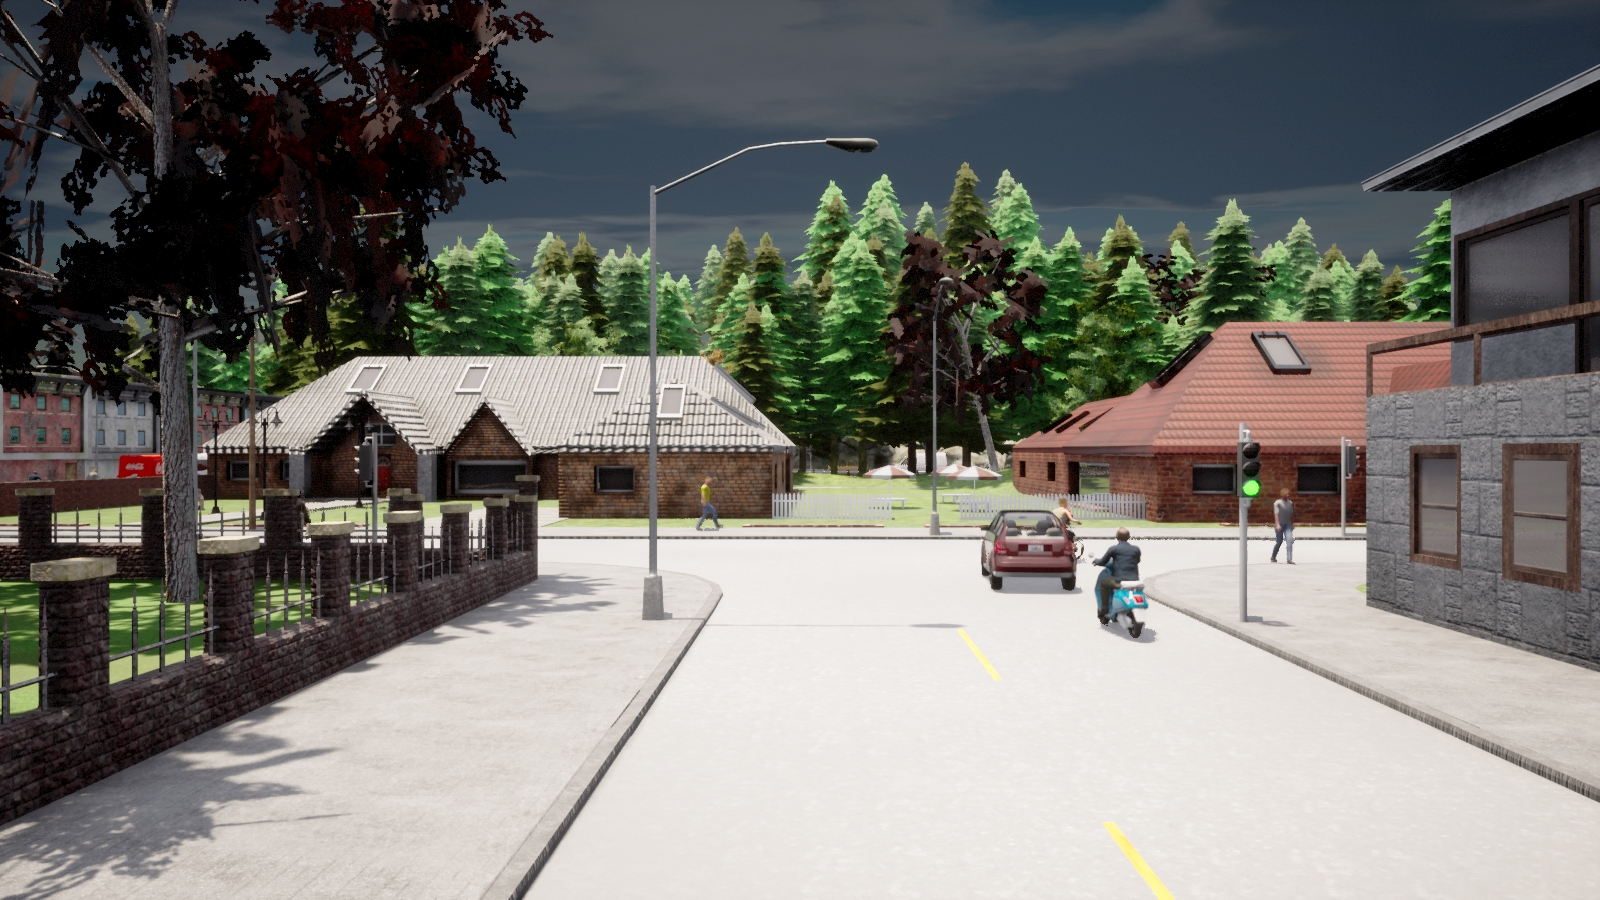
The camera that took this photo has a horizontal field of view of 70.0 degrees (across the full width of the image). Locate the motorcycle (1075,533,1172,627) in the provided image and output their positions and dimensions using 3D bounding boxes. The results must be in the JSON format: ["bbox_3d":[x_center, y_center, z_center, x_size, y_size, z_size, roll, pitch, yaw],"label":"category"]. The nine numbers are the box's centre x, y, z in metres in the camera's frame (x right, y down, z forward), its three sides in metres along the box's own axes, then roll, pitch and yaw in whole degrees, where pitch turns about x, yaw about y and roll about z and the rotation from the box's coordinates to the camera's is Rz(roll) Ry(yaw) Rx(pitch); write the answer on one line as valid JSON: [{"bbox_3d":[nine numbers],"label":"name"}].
[{"bbox_3d":[4.933,1.962,17.558,0.856,1.236,1.805,0,0,-5],"label":"motorcycle"}]

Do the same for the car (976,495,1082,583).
[{"bbox_3d":[4.754,1.805,24.128,1.789,1.549,3.705,0,0,5],"label":"car"}]

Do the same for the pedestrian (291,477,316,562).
[{"bbox_3d":[-10.968,1.523,25.229,0.375,1.860,0.375,0,0,4],"label":"pedestrian"}]

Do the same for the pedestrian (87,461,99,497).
[{"bbox_3d":[-37.119,1.524,59.963,0.375,1.860,0.375,0,0,6],"label":"pedestrian"}]

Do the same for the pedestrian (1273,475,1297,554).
[{"bbox_3d":[11.477,1.518,27.026,0.375,1.860,0.375,0,0,-10],"label":"pedestrian"}]

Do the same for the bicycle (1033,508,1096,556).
[{"bbox_3d":[6.614,2.037,28.532,1.487,1.080,0.859,1,0,-44],"label":"bicycle"}]

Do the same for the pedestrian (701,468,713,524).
[{"bbox_3d":[-3.094,1.524,38.011,0.375,1.860,0.375,0,0,2],"label":"pedestrian"}]
